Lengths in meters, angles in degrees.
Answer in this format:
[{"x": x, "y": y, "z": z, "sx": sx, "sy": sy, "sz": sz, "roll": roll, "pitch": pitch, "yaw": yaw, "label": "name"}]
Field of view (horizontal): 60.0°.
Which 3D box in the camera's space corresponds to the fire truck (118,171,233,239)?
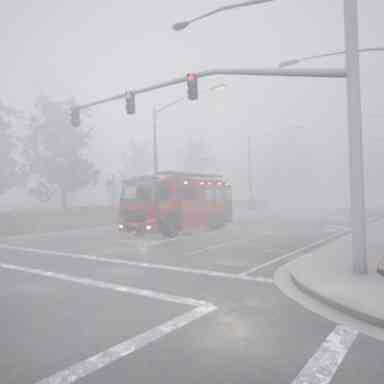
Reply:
[{"x": -0.667, "y": 0.722, "z": 21.387, "sx": 2.891, "sy": 3.827, "sz": 8.468, "roll": -2, "pitch": -1, "yaw": 37, "label": "fire truck"}]
